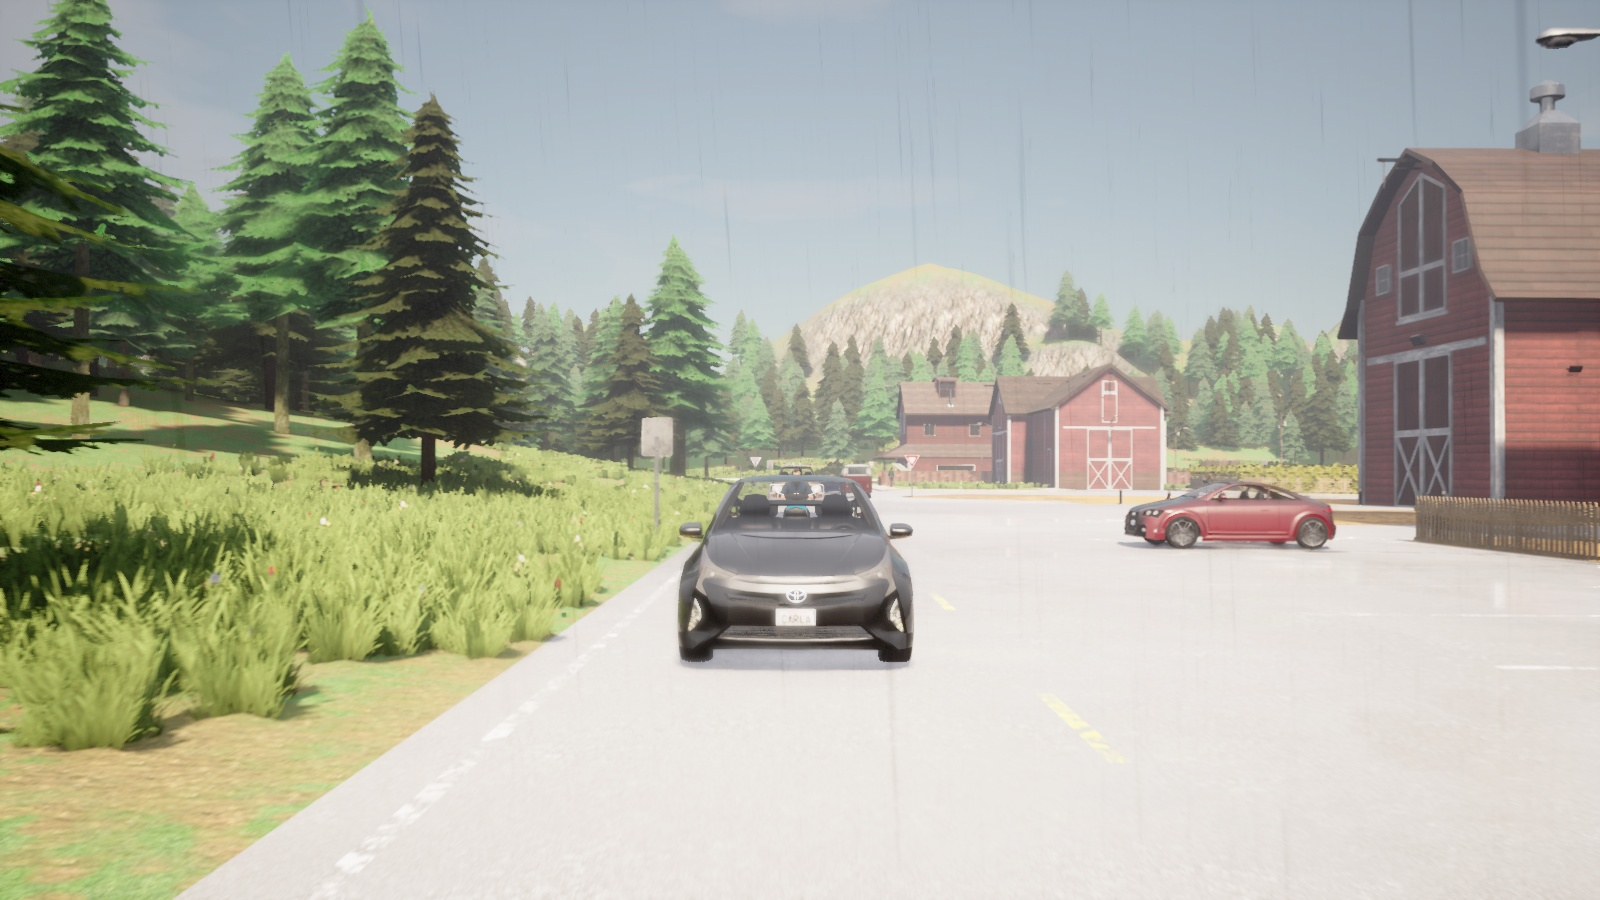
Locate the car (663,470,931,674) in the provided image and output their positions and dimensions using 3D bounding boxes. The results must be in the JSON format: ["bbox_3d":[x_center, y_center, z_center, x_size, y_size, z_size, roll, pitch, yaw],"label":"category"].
[{"bbox_3d":[-0.029,0.958,11.714,2.007,1.525,4.514,0,-1,0],"label":"car"}]

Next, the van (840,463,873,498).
[{"bbox_3d":[3.319,1.803,74.548,1.775,1.987,4.442,0,-1,0],"label":"van"}]

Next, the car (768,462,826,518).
[{"bbox_3d":[-0.107,1.371,44.142,1.932,1.855,4.605,0,-1,0],"label":"car"}]
